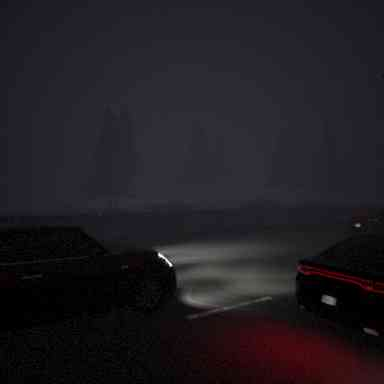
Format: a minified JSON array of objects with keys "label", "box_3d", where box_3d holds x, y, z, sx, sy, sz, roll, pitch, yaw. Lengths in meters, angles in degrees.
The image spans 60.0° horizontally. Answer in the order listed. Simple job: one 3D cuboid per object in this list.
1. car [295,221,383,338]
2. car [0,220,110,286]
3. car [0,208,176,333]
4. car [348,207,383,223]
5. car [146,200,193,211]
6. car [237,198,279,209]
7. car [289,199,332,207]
[{"label":"car","box_3d":[4.146,1.473,6.316,5.008,1.535,1.882,0,0,-32]},{"label":"car","box_3d":[-4.795,1.577,8.838,4.718,1.301,1.895,0,0,-35]},{"label":"car","box_3d":[-2.519,1.337,6.113,4.553,1.767,2.097,0,0,-35]},{"label":"car","box_3d":[10.472,1.513,17.970,4.674,1.442,1.812,0,0,-28]},{"label":"car","box_3d":[-2.386,1.538,35.143,4.718,1.301,1.895,0,0,-28]},{"label":"car","box_3d":[7.126,1.443,36.049,4.902,1.511,2.128,0,0,-25]},{"label":"car","box_3d":[12.276,1.454,34.567,4.902,1.511,2.128,0,0,-24]}]
